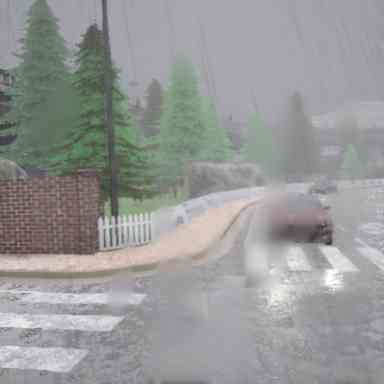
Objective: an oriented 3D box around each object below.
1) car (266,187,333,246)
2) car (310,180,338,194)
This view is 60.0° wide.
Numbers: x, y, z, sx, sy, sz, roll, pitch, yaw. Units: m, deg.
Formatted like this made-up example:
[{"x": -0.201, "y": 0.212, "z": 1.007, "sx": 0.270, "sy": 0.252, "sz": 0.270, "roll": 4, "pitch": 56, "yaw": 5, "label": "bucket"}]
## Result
[{"x": 3.778, "y": 0.826, "z": 11.934, "sx": 1.882, "sy": 1.535, "sz": 5.008, "roll": -1, "pitch": 3, "yaw": 15, "label": "car"}, {"x": 13.766, "y": -0.428, "z": 34.982, "sx": 1.837, "sy": 1.490, "sz": 4.892, "roll": -3, "pitch": 2, "yaw": 42, "label": "car"}]
